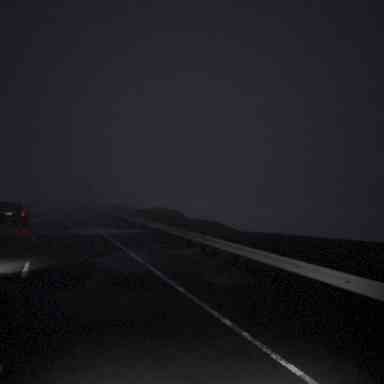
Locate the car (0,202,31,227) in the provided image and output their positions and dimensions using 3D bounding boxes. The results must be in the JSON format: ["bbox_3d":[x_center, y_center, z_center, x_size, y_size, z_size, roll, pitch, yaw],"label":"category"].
[{"bbox_3d":[-12.518,1.453,23.232,2.097,1.767,4.553,1,0,-23],"label":"car"}]
